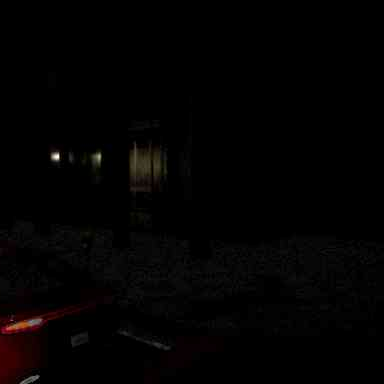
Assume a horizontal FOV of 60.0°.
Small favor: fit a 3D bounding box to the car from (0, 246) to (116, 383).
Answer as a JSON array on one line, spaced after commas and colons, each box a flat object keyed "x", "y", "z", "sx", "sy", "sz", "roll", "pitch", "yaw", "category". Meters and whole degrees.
[{"x": -3.078, "y": 1.510, "z": 5.052, "sx": 4.507, "sy": 1.381, "sz": 1.887, "roll": 0, "pitch": 0, "yaw": 35, "category": "car"}]

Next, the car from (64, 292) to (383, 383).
[{"x": 1.502, "y": 1.546, "z": 1.786, "sx": 4.507, "sy": 1.381, "sz": 1.887, "roll": 0, "pitch": 0, "yaw": 35, "category": "car"}]
